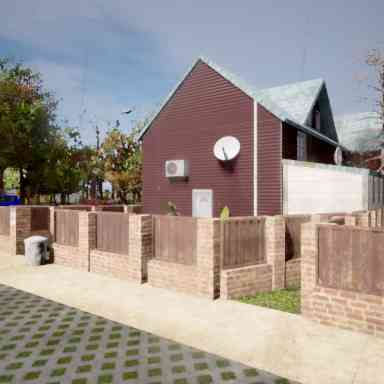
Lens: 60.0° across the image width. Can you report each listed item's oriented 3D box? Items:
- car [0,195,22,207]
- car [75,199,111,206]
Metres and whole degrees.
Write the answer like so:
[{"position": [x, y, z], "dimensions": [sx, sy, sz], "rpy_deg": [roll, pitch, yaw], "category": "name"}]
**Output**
[{"position": [-17.062, 1.279, 27.528], "dimensions": [2.150, 2.045, 5.566], "rpy_deg": [0, 0, 36], "category": "car"}, {"position": [-10.993, 1.570, 36.023], "dimensions": [1.882, 1.535, 5.008], "rpy_deg": [0, 0, 35], "category": "car"}]
